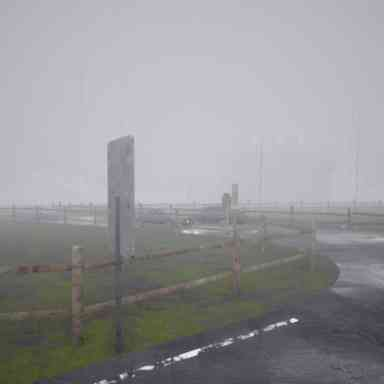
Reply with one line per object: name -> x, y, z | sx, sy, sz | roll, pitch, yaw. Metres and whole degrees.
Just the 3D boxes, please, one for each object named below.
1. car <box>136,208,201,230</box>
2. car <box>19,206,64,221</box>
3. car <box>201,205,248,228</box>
car -> -1.873, 1.767, 22.781 | 4.181, 1.385, 1.994 | -1, 0, 37
car -> -14.298, 1.963, 31.600 | 4.718, 1.301, 1.895 | -1, 0, 34
car -> 1.598, 1.679, 23.751 | 4.892, 1.490, 1.837 | -1, -1, 38
